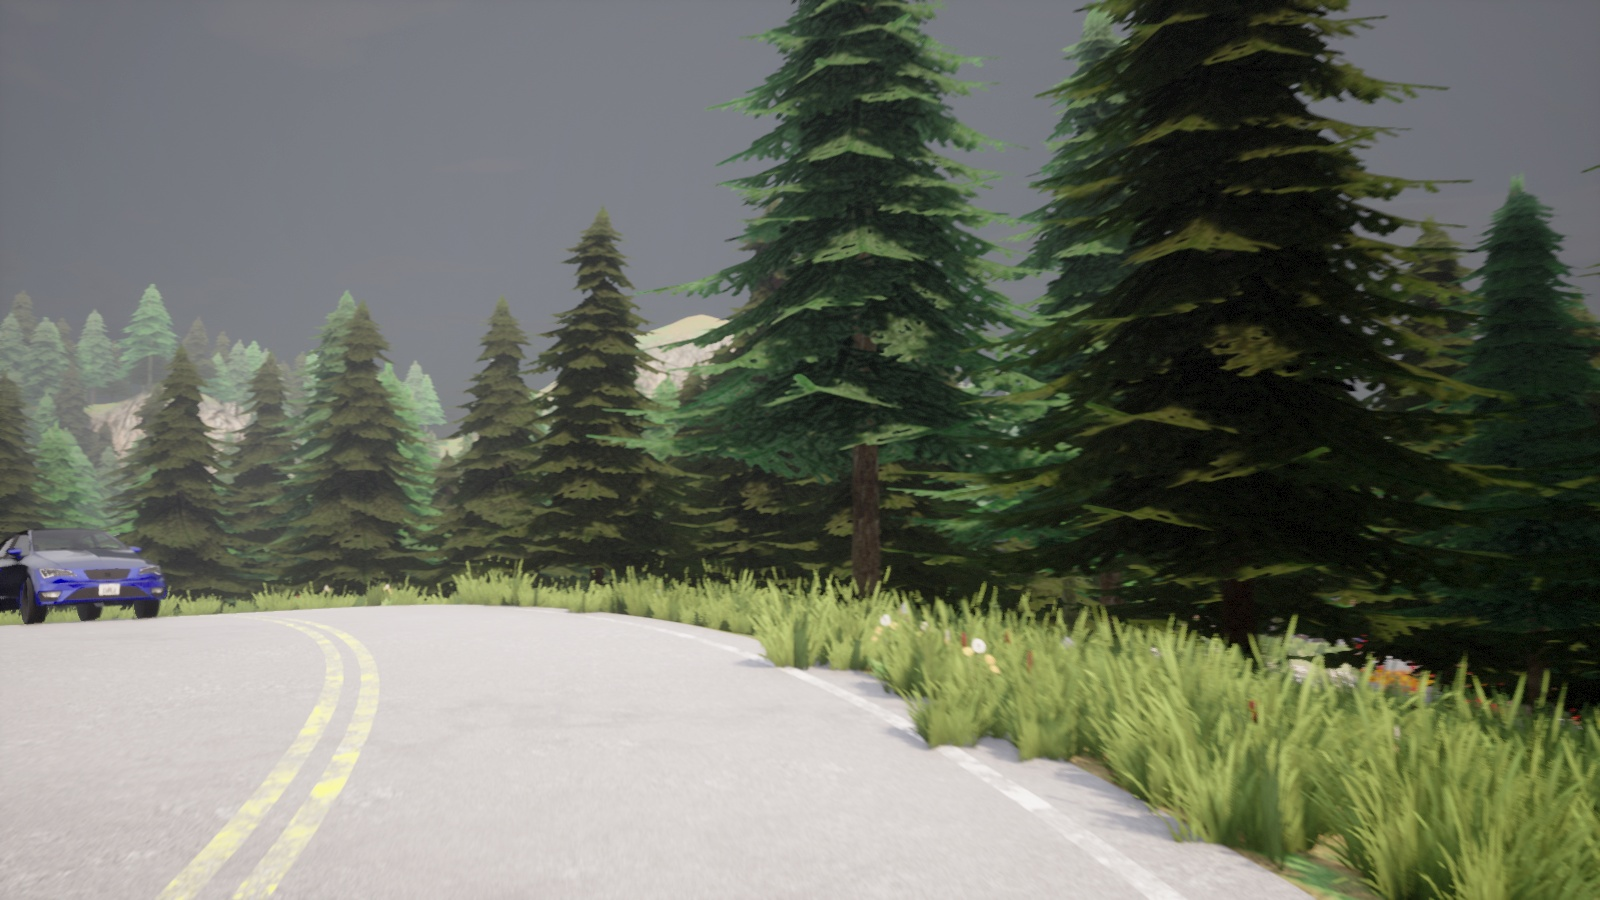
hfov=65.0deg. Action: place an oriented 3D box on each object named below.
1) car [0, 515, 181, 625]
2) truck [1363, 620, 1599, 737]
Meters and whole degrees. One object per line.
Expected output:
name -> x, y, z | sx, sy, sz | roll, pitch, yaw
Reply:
car -> -11.152, 1.881, 19.148 | 1.816, 1.474, 4.193 | 3, -8, -45
truck -> 28.303, 9.308, 52.081 | 8.468, 3.827, 2.891 | -3, -3, 39
